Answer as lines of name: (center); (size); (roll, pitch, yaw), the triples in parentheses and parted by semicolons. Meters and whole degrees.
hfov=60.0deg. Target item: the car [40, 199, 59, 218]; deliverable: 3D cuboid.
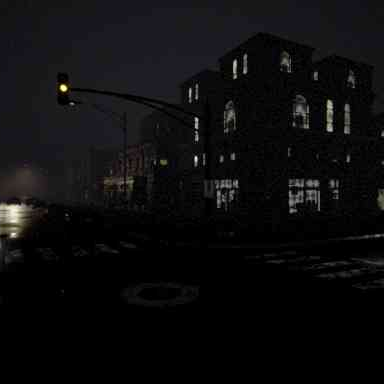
car: (-12.095, 1.587, 29.653); (1.802, 1.307, 4.206); (0, 0, -29)

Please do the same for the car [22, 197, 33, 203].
car: (-33.784, 1.605, 68.138); (1.802, 1.307, 4.206); (0, 0, -29)

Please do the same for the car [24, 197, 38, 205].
car: (-28.363, 1.568, 58.518); (2.008, 1.369, 4.403); (0, 0, -29)

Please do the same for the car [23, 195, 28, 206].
car: (-25.650, 1.454, 53.707); (1.967, 1.590, 4.097); (0, 0, -29)

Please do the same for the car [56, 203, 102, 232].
car: (-6.674, 1.569, 20.033); (1.947, 1.339, 4.313); (0, 0, -29)

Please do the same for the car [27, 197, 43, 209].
car: (-20.229, 1.561, 44.086); (2.008, 1.369, 4.403); (0, 0, -29)

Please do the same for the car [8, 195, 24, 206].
car: (-30.255, 1.494, 56.591); (1.882, 1.535, 5.008); (0, 0, -29)

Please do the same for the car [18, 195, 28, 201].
car: (-41.917, 1.475, 82.570); (1.967, 1.590, 4.097); (0, 0, -29)
